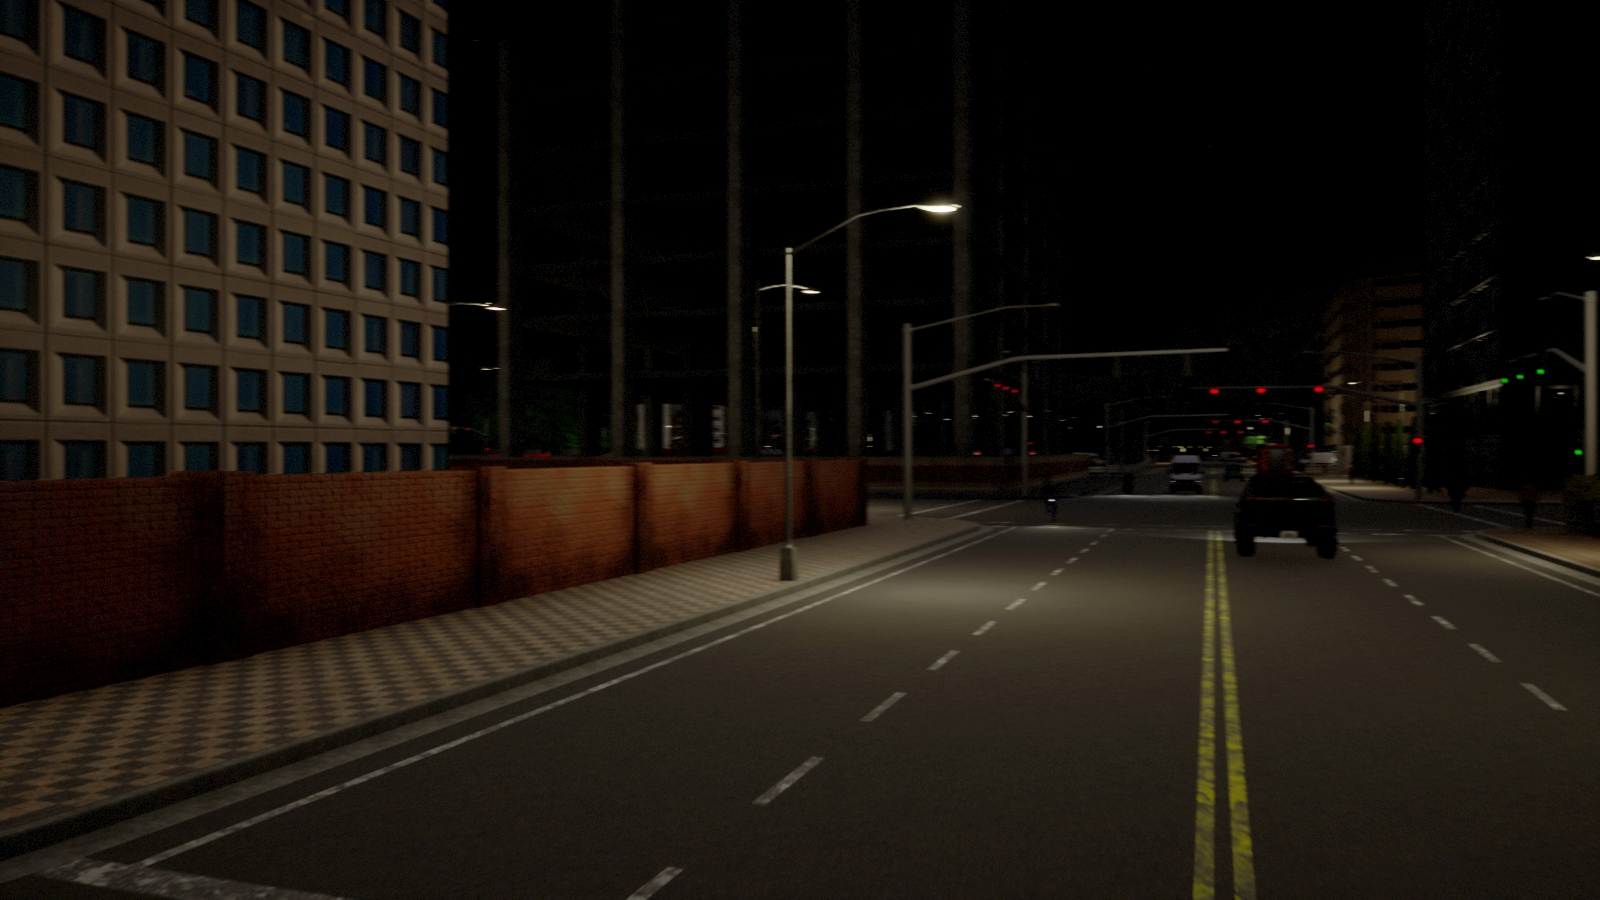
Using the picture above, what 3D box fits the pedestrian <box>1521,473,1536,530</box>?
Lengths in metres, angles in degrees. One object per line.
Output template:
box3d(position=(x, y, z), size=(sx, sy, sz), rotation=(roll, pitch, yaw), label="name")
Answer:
box3d(position=(24.155, 1.705, 37.888), size=(0.375, 1.860, 0.375), rotation=(0, 0, 26), label="pedestrian")

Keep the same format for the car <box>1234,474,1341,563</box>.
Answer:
box3d(position=(13.493, 1.776, 31.984), size=(2.390, 2.098, 6.274), rotation=(0, 0, 20), label="car")
